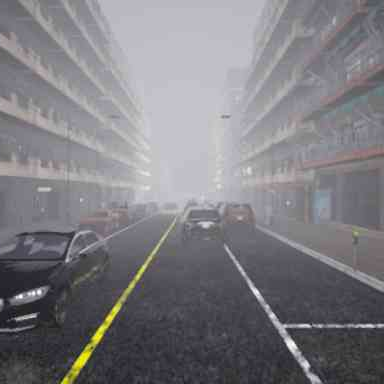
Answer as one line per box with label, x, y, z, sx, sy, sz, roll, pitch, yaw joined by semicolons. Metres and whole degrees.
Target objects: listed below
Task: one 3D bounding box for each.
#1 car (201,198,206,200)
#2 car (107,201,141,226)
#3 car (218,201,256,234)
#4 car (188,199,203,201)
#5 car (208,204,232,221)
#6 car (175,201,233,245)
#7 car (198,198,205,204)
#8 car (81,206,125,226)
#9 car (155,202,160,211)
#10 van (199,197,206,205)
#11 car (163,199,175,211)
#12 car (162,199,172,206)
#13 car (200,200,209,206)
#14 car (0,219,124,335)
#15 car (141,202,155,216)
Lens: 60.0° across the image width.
car;2.635;2.225;60.209;1.947;1.339;4.313;-1;-1;0
car;-5.726;1.611;26.161;2.192;1.841;5.009;-1;-1;0
car;2.625;1.549;20.563;2.192;1.841;5.009;-1;-1;0
car;0.068;1.970;41.640;1.837;1.490;4.892;0;0;0
car;2.621;1.924;31.889;1.947;1.339;4.313;-1;-1;0
car;0.418;1.544;16.812;2.097;1.767;4.553;0;-1;-5
car;2.606;2.442;94.197;1.967;1.590;4.097;-1;-1;0
car;-5.718;1.778;20.496;1.887;1.381;4.507;-1;-1;0
car;-5.738;2.106;48.818;1.947;1.339;4.313;-1;-1;0
van;2.613;2.232;82.869;1.690;1.788;3.998;-1;-1;0
car;-3.086;2.116;49.937;1.994;1.385;4.181;0;-1;0
car;-5.760;2.385;77.141;2.008;1.369;4.403;-1;-1;0
car;2.625;2.359;71.538;1.802;1.307;4.206;-1;-1;0
car;-3.106;1.576;7.179;2.128;1.511;4.902;0;-1;0
car;-5.730;1.964;37.488;1.887;1.381;4.507;-1;-1;0
